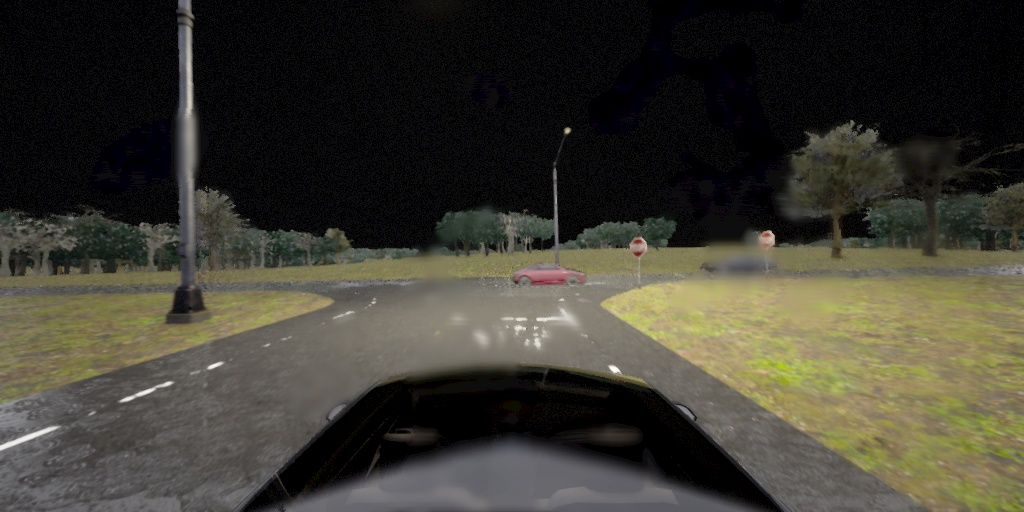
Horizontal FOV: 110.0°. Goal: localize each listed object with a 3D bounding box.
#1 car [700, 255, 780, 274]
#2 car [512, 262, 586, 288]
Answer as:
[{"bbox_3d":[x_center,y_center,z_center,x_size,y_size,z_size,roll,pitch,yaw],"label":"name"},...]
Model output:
[{"bbox_3d":[17.676,0.667,27.932,5.357,1.411,2.033,-1,-1,-1],"label":"car"},{"bbox_3d":[2.084,1.053,20.635,4.181,1.385,1.994,-1,0,-1],"label":"car"}]
